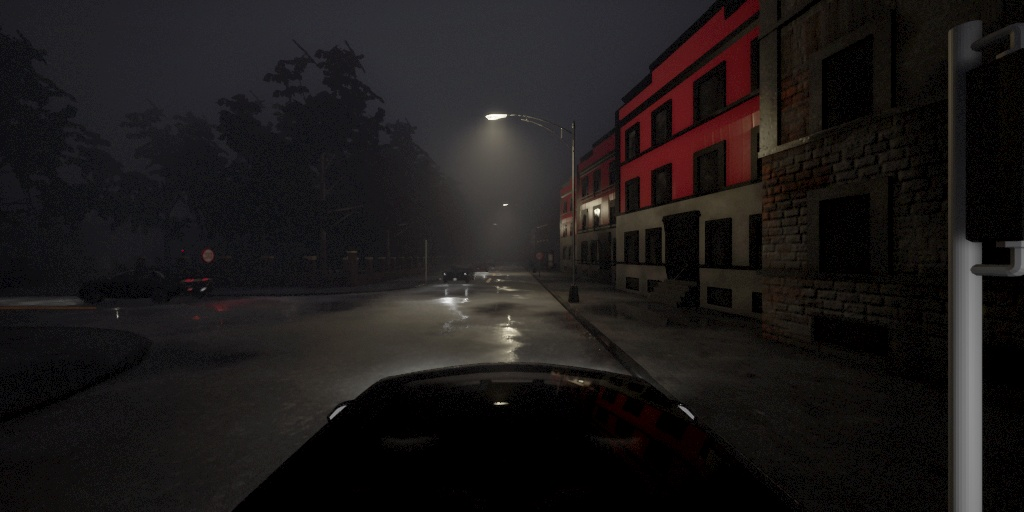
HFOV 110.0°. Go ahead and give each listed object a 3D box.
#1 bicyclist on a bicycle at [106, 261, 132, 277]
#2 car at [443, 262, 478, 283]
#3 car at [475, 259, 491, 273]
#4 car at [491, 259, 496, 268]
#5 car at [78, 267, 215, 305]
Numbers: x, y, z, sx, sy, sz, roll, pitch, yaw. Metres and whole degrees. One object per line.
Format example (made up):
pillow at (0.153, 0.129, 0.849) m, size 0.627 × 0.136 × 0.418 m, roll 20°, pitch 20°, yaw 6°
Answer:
bicyclist on a bicycle at (-21.808, 1.099, 19.947) m, size 0.582 × 1.620 × 1.656 m, roll 0°, pitch 0°, yaw 0°
car at (-4.039, 1.351, 27.642) m, size 1.895 × 1.301 × 4.718 m, roll 0°, pitch 0°, yaw 0°
car at (-3.998, 1.314, 44.257) m, size 1.994 × 1.385 × 4.181 m, roll 0°, pitch 0°, yaw 0°
car at (-3.858, 1.307, 63.485) m, size 2.033 × 1.411 × 5.357 m, roll 0°, pitch 0°, yaw 0°
car at (-15.757, 1.241, 15.568) m, size 4.902 × 1.511 × 2.128 m, roll 0°, pitch 0°, yaw 2°
